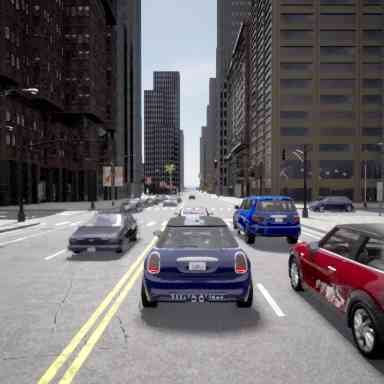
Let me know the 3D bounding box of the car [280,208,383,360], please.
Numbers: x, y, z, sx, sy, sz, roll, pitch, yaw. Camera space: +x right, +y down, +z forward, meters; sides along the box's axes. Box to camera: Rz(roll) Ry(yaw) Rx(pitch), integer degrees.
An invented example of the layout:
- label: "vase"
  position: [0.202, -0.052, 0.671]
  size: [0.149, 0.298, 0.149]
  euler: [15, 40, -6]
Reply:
- label: "car"
  position: [3.345, 1.349, 6.125]
  size: [2.097, 1.767, 4.553]
  euler: [0, 0, 0]

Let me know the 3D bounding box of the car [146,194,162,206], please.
- label: "car"
  position: [-6.590, 1.455, 54.641]
  size: [2.128, 1.511, 4.902]
  euler: [0, 0, 0]

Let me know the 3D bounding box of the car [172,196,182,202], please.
- label: "car"
  position: [-3.251, 1.510, 71.936]
  size: [1.994, 1.385, 4.181]
  euler: [0, 0, 0]

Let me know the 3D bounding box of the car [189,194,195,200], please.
- label: "car"
  position: [-0.001, 1.456, 92.237]
  size: [1.837, 1.490, 4.892]
  euler: [0, 0, 0]

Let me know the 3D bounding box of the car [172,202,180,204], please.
- label: "car"
  position: [0.093, 1.480, 17.021]
  size: [2.128, 1.511, 4.902]
  euler: [0, 0, 0]

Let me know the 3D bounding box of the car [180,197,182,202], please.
- label: "car"
  position: [-3.319, 1.524, 61.790]
  size: [1.994, 1.385, 4.181]
  euler: [0, 0, 0]

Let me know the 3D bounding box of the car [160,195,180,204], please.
- label: "car"
  position: [-3.346, 1.565, 51.532]
  size: [1.895, 1.301, 4.718]
  euler: [0, 0, 3]

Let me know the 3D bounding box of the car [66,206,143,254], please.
- label: "car"
  position: [-3.350, 1.539, 13.740]
  size: [2.033, 1.411, 5.357]
  euler: [0, 0, 0]

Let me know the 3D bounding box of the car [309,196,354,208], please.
- label: "car"
  position: [15.352, 1.277, 36.877]
  size: [4.553, 1.767, 2.097]
  euler: [0, 1, -1]

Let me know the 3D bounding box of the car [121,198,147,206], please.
- label: "car"
  position: [-6.599, 1.464, 36.623]
  size: [2.128, 1.511, 4.902]
  euler: [0, 0, 0]

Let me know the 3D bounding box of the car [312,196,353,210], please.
- label: "car"
  position: [16.678, 1.323, 39.578]
  size: [4.097, 1.590, 1.967]
  euler: [0, 1, 0]

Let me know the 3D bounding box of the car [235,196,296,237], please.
- label: "car"
  position: [3.352, 1.211, 15.835]
  size: [2.150, 2.045, 5.566]
  euler: [0, 0, -2]

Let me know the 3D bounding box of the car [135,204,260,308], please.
- label: "car"
  position: [0.095, 1.348, 8.084]
  size: [2.097, 1.767, 4.553]
  euler: [0, 0, 0]
